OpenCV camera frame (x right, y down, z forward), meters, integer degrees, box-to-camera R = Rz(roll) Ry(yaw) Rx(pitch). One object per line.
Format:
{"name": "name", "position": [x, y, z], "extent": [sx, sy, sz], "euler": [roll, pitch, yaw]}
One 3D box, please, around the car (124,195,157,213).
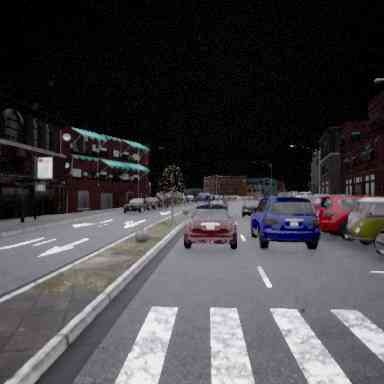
{"name": "car", "position": [-5.759, 1.383, 35.671], "extent": [2.097, 1.535, 5.008], "euler": [0, 0, 9]}

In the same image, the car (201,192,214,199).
{"name": "car", "position": [2.565, 1.101, 73.489], "extent": [2.435, 2.045, 5.566], "euler": [0, -1, 17]}

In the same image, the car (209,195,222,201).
{"name": "car", "position": [5.980, 1.532, 84.198], "extent": [2.231, 1.521, 4.892], "euler": [0, -1, 19]}

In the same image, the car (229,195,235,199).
{"name": "car", "position": [9.740, 1.792, 94.469], "extent": [2.163, 1.488, 4.792], "euler": [0, -1, 22]}

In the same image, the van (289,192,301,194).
{"name": "van", "position": [9.630, 1.183, 24.034], "extent": [4.442, 1.987, 1.878], "euler": [0, 0, 6]}

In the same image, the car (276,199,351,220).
{"name": "car", "position": [9.636, 1.389, 26.785], "extent": [5.366, 1.575, 1.946], "euler": [0, 0, 7]}

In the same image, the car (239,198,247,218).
{"name": "car", "position": [5.305, 1.525, 29.395], "extent": [1.895, 1.301, 4.718], "euler": [0, 0, 7]}

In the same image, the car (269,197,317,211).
{"name": "car", "position": [11.313, 1.302, 37.581], "extent": [4.892, 1.521, 2.231], "euler": [0, 1, 9]}

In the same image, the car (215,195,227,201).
{"name": "car", "position": [7.788, 1.685, 89.307], "extent": [2.002, 1.452, 4.674], "euler": [0, -1, 21]}

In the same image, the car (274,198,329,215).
{"name": "car", "position": [10.486, 1.380, 32.183], "extent": [4.792, 1.488, 2.163], "euler": [0, 0, 8]}

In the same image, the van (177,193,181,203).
{"name": "van", "position": [-2.865, 1.036, 51.903], "extent": [1.878, 1.987, 4.442], "euler": [0, 0, 13]}

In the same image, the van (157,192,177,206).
{"name": "van", "position": [-3.943, 1.069, 46.470], "extent": [1.878, 1.987, 4.442], "euler": [0, 0, 11]}

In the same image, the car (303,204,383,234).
{"name": "car", "position": [8.967, 1.467, 18.747], "extent": [4.792, 1.488, 2.163], "euler": [0, 0, 5]}

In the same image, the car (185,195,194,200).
{"name": "car", "position": [-1.620, 1.292, 57.436], "extent": [2.002, 1.452, 4.674], "euler": [0, 0, 13]}

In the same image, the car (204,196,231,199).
{"name": "car", "position": [2.325, 1.432, 29.739], "extent": [1.837, 1.490, 4.892], "euler": [0, 0, 7]}

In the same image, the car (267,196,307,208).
{"name": "car", "position": [12.229, 1.274, 43.094], "extent": [4.792, 1.488, 2.163], "euler": [0, 0, 11]}

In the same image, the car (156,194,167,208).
{"name": "car", "position": [-4.908, 1.370, 41.097], "extent": [2.163, 1.488, 4.792], "euler": [0, 0, 10]}

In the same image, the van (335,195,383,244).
{"name": "van", "position": [8.454, 1.229, 13.296], "extent": [4.442, 1.987, 1.878], "euler": [0, 0, 4]}

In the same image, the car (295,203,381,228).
{"name": "car", "position": [9.235, 1.465, 21.349], "extent": [4.674, 1.452, 2.002], "euler": [0, 0, 6]}

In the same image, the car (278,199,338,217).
{"name": "car", "position": [10.156, 1.412, 29.471], "extent": [4.674, 1.452, 2.002], "euler": [0, 0, 8]}

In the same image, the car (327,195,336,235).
{"name": "car", "position": [8.804, 1.197, 16.023], "extent": [5.566, 2.045, 2.435], "euler": [0, 0, 5]}

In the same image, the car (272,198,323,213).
{"name": "car", "position": [10.931, 1.357, 34.875], "extent": [4.792, 1.488, 2.163], "euler": [0, 1, 9]}

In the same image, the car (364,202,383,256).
{"name": "car", "position": [8.390, 1.336, 10.536], "extent": [4.553, 1.767, 2.185], "euler": [0, 0, 4]}

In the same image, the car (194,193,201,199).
{"name": "car", "position": [-0.324, 1.304, 62.825], "extent": [2.002, 1.452, 4.674], "euler": [0, 0, 14]}

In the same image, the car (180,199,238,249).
{"name": "car", "position": [0.857, 1.350, 14.708], "extent": [2.097, 1.767, 4.553], "euler": [0, 0, 4]}

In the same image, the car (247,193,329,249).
{"name": "car", "position": [3.852, 1.238, 14.539], "extent": [2.150, 2.045, 5.566], "euler": [0, 0, 4]}
